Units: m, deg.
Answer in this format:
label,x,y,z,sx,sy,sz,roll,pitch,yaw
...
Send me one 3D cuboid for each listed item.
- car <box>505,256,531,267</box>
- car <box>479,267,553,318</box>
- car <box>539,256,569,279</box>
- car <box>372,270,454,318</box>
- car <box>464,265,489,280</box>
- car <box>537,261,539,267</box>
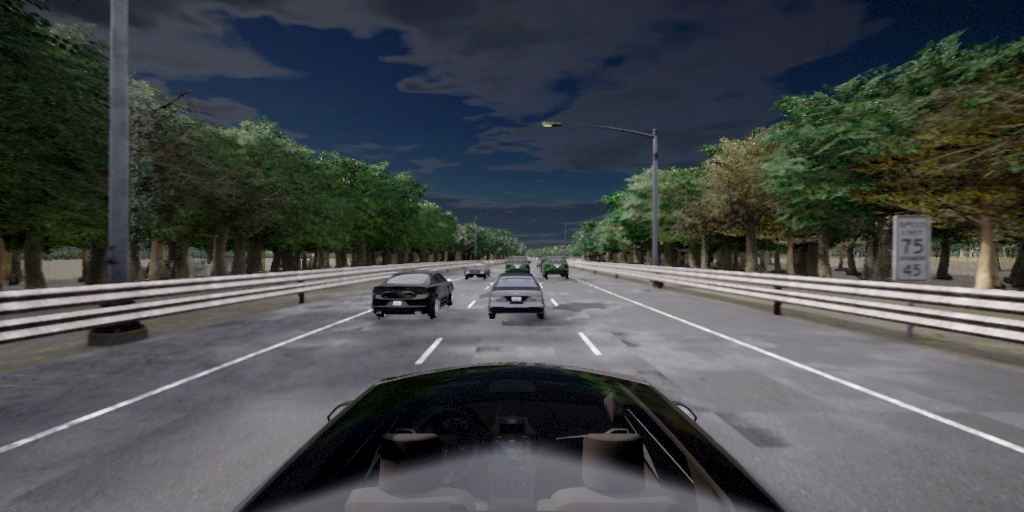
label,x,y,z,sx,sy,sz,roll,pitch,yaw
car,0.549,1.028,32.455,2.150,2.045,5.566,0,0,2
car,0.159,1.307,13.019,2.033,1.411,5.357,0,0,1
car,3.975,1.032,33.439,2.150,2.045,5.566,0,0,2
car,-3.336,1.236,12.989,1.882,1.535,5.008,0,0,1
car,-2.971,1.403,31.821,1.895,1.301,4.718,0,0,2
car,4.419,1.372,45.355,1.837,1.490,4.892,0,0,2
